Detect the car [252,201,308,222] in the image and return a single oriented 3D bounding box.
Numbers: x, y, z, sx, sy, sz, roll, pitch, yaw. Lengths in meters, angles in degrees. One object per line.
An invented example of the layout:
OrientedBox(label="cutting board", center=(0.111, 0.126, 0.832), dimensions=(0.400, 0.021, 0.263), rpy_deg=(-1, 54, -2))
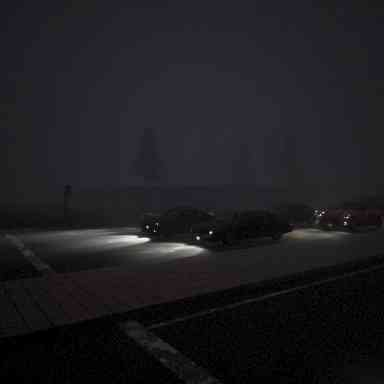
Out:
OrientedBox(label="car", center=(7.324, 1.505, 27.465), dimensions=(4.892, 1.490, 1.837), rpy_deg=(0, 0, -35))

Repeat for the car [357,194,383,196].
OrientedBox(label="car", center=(15.157, 1.221, 28.735), dimensions=(5.566, 2.045, 2.150), rpy_deg=(0, 0, -35))

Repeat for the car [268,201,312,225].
OrientedBox(label="car", center=(6.539, 1.505, 22.633), dimensions=(4.892, 1.490, 1.837), rpy_deg=(0, 0, -35))

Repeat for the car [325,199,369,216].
OrientedBox(label="car", center=(15.623, 1.505, 33.359), dimensions=(4.892, 1.490, 1.837), rpy_deg=(0, 0, -35))

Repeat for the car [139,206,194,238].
OrientedBox(label="car", center=(-0.582, 1.564, 17.650), dimensions=(4.181, 1.385, 1.994), rpy_deg=(0, 0, -35))

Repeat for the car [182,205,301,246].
OrientedBox(label="car", center=(2.428, 1.547, 15.493), dimensions=(5.357, 1.411, 2.033), rpy_deg=(0, 0, -35))

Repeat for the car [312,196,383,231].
OrientedBox(label="car", center=(9.902, 1.352, 20.716), dimensions=(4.553, 1.767, 2.097), rpy_deg=(0, 0, -35))

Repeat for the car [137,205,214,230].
OrientedBox(label="car", center=(-0.986, 1.601, 21.636), dimensions=(4.718, 1.301, 1.895), rpy_deg=(0, 0, -35))
